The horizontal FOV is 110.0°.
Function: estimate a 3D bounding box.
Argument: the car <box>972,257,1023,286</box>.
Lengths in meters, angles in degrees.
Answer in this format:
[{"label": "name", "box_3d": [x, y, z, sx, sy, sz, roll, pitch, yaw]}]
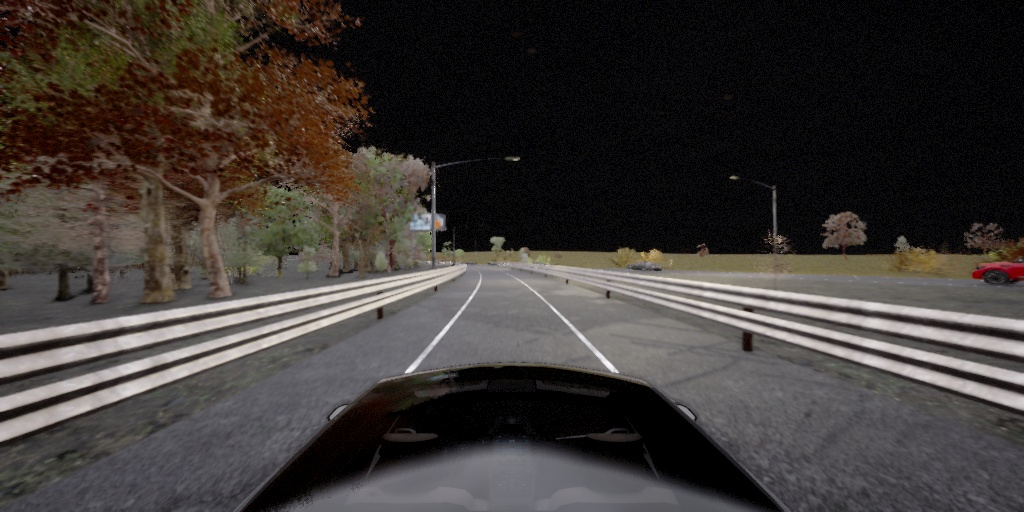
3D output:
[{"label": "car", "box_3d": [30.695, 0.737, 20.367, 2.150, 2.045, 5.566, 0, -1, -23]}]

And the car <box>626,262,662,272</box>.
[{"label": "car", "box_3d": [18.246, 1.482, 49.793, 2.033, 1.411, 5.357, 0, -1, -23]}]
